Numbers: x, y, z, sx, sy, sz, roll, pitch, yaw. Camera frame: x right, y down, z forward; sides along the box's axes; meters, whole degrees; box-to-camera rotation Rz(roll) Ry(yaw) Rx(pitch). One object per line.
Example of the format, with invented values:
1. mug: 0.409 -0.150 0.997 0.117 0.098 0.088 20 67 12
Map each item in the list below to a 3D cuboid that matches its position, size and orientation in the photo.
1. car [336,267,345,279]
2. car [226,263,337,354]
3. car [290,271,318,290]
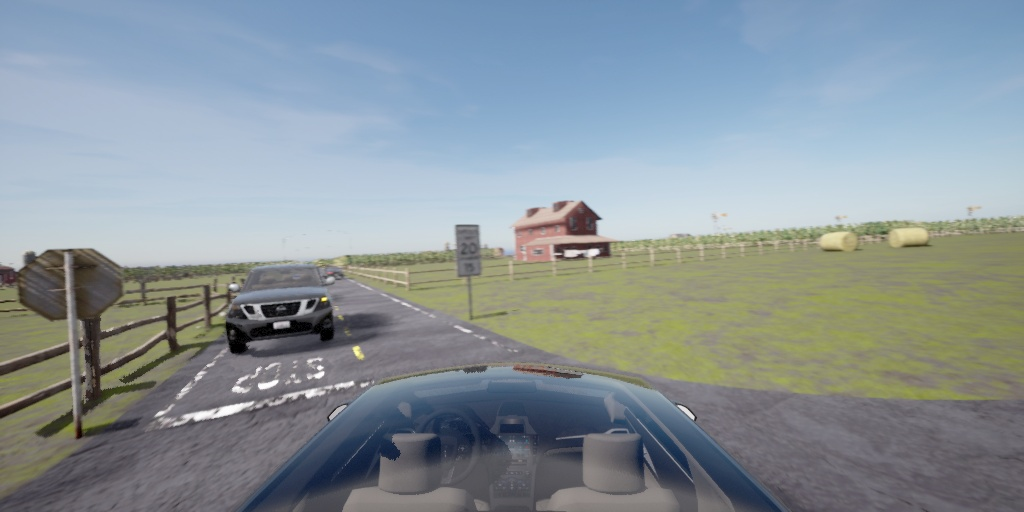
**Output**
1. car: -21.281 2.091 43.048 1.812 1.442 4.674 -3 0 -29
2. car: -6.513 1.247 10.433 2.150 2.045 5.566 -3 0 -29
3. car: -17.968 2.071 31.065 1.895 1.301 4.718 -3 0 -29
